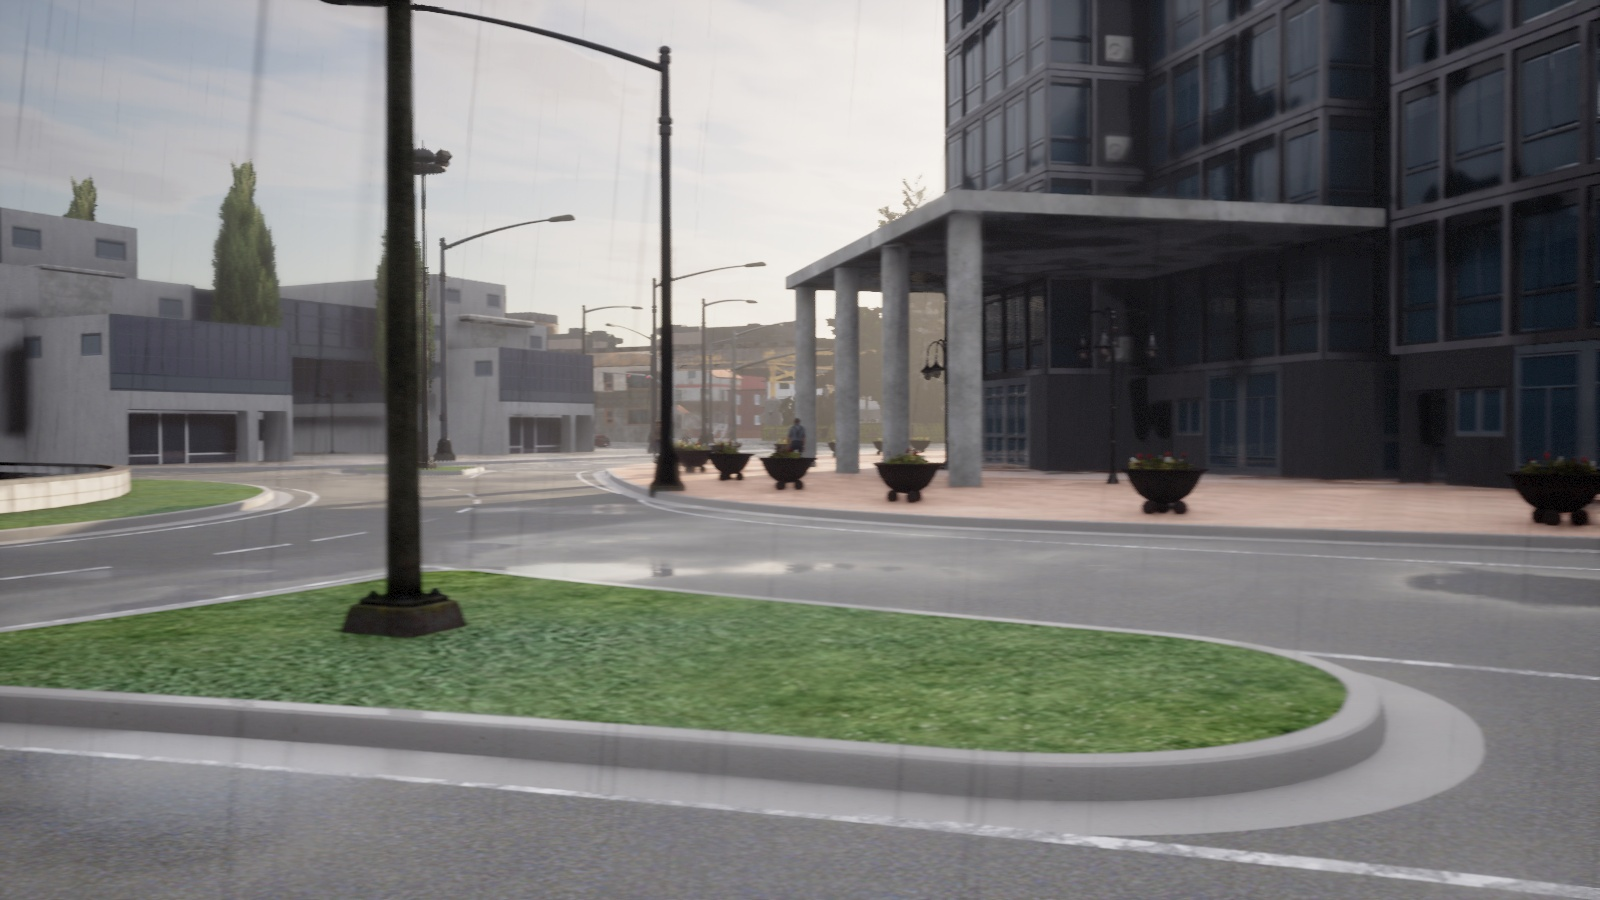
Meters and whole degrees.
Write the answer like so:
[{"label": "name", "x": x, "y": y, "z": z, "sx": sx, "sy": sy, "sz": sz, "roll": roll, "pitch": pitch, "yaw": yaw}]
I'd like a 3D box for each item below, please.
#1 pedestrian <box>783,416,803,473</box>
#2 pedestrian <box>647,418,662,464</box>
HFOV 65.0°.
[{"label": "pedestrian", "x": -0.232, "y": -0.181, "z": 40.718, "sx": 0.540, "sy": 1.848, "sz": 0.694, "roll": 0, "pitch": 1, "yaw": -8}, {"label": "pedestrian", "x": -5.757, "y": -0.371, "z": 49.690, "sx": 0.328, "sy": 1.805, "sz": 0.869, "roll": 0, "pitch": 1, "yaw": 12}]
